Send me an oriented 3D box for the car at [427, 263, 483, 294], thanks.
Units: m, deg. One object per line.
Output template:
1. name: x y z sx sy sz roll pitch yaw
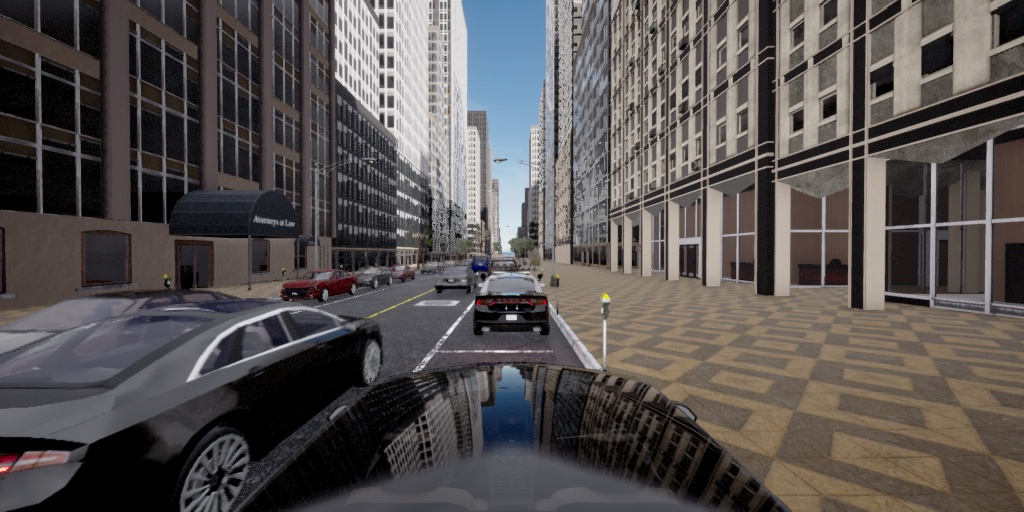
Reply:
1. car: -3.045 1.294 20.432 2.033 1.411 5.357 0 0 0

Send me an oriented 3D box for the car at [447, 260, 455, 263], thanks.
1. car: -8.837 1.291 50.940 2.007 1.370 4.403 0 0 0

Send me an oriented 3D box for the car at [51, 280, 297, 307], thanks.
1. car: -6.249 1.297 5.961 2.033 1.411 5.357 0 0 0

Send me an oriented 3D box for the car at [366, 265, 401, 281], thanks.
1. car: -8.838 1.297 22.523 2.007 1.370 4.403 0 0 0

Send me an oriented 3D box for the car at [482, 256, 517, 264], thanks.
1. car: -0.457 1.061 22.523 2.192 1.841 5.009 0 0 0

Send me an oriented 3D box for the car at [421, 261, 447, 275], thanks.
1. car: -8.837 1.293 39.574 2.007 1.370 4.403 0 0 0

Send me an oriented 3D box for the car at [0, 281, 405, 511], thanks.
1. car: -3.045 1.240 4.011 2.128 1.511 4.902 0 0 0

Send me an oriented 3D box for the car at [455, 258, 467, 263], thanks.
1. car: -6.146 1.342 49.098 1.994 1.385 4.181 0 0 0

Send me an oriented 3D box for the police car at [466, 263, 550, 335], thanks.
1. police car: -0.012 1.173 10.612 1.930 1.638 5.238 0 0 0

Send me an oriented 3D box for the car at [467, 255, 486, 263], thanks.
1. car: -3.145 0.965 38.623 2.150 2.045 5.566 0 0 0

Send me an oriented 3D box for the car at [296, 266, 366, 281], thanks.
1. car: -8.837 1.292 16.839 1.888 1.381 4.507 0 0 0

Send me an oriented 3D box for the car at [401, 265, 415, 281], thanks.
1. car: -8.837 1.327 28.206 1.802 1.307 4.207 0 0 0
